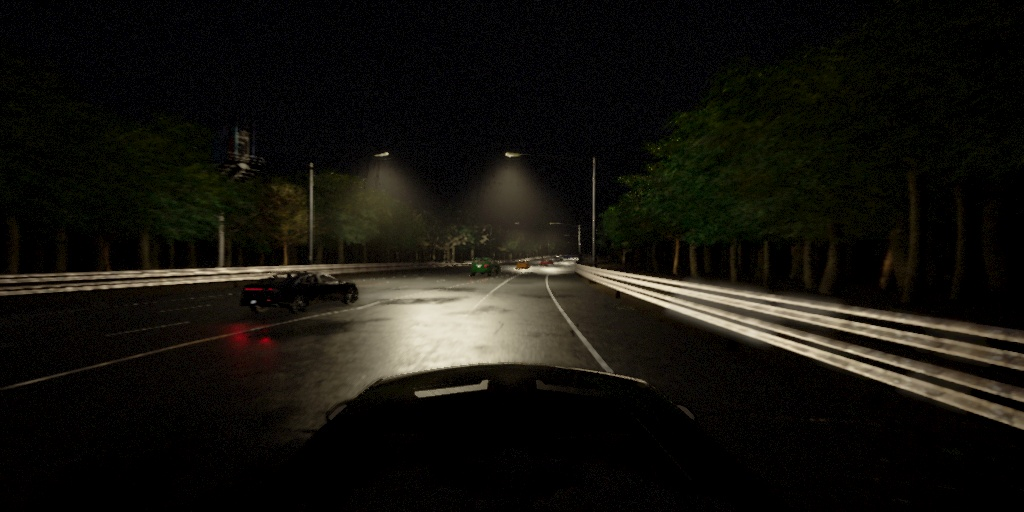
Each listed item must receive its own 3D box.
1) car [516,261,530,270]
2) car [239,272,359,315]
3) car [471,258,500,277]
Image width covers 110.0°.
[{"bbox_3d":[2.040,1.635,63.497,1.882,1.535,5.008,0,0,12],"label":"car"},{"bbox_3d":[-8.282,1.391,14.550,2.128,1.511,4.902,0,-1,12],"label":"car"},{"bbox_3d":[-2.909,1.230,40.009,2.150,2.045,5.566,0,0,12],"label":"car"}]
